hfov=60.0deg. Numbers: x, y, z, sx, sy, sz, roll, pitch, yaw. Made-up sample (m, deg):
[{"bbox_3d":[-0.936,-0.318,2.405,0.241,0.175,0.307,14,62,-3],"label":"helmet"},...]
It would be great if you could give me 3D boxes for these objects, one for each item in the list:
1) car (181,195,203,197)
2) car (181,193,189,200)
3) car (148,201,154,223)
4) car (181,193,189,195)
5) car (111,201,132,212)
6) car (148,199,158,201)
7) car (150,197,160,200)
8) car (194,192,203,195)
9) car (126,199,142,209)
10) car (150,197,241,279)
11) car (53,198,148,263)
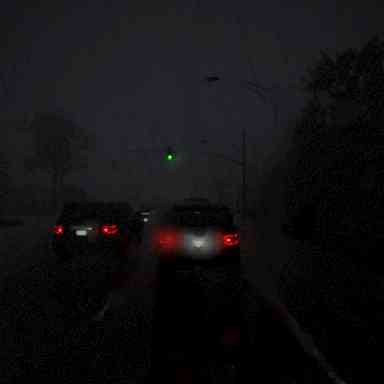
[{"bbox_3d":[0.425,1.427,24.011,2.150,2.045,5.566,0,-1,1],"label":"car"},{"bbox_3d":[-1.823,1.036,86.846,1.882,1.535,5.008,0,2,1],"label":"car"},{"bbox_3d":[-3.064,1.704,24.743,2.128,1.511,4.902,0,0,1],"label":"car"},{"bbox_3d":[-2.050,1.706,76.428,2.033,1.411,5.357,0,2,1],"label":"car"},{"bbox_3d":[-9.798,1.961,46.523,1.994,1.385,4.181,0,0,1],"label":"car"},{"bbox_3d":[-6.321,1.990,45.528,1.895,1.301,4.718,0,0,1],"label":"car"},{"bbox_3d":[-6.111,1.959,54.696,2.128,1.511,4.902,0,0,1],"label":"car"},{"bbox_3d":[1.458,1.506,76.730,2.097,1.767,4.553,0,2,1],"label":"car"},{"bbox_3d":[-9.599,1.997,55.202,1.812,1.442,4.674,0,0,1],"label":"car"},{"bbox_3d":[0.194,1.316,10.513,2.150,2.045,5.566,0,0,1],"label":"car"},{"bbox_3d":[-3.278,1.332,12.654,2.150,2.045,5.566,0,0,1],"label":"car"}]
